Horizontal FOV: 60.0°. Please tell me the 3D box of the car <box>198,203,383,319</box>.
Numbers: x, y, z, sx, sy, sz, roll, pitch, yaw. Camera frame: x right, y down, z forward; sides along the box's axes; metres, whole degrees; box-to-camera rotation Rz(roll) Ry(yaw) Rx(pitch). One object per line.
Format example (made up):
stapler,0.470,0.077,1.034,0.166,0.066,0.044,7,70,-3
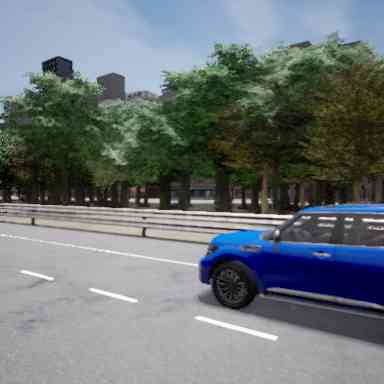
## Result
car,2.785,1.223,6.182,5.566,2.045,2.150,0,0,36
